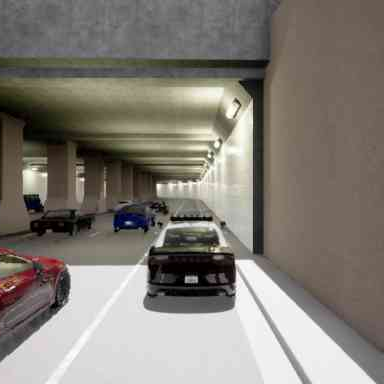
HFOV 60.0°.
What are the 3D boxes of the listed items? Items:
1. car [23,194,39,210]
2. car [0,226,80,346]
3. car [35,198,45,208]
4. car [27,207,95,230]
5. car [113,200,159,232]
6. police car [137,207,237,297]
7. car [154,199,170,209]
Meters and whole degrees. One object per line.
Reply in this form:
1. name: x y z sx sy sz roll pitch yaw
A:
1. car: -17.427 1.223 33.855 2.150 2.045 5.566 0 0 0
2. car: -3.394 1.525 4.896 1.812 1.442 4.674 0 0 0
3. car: -13.916 1.548 34.860 2.033 1.411 5.357 0 0 0
4. car: -6.855 1.601 18.262 1.895 1.301 4.718 0 0 1
5. car: -3.341 1.477 20.036 1.882 1.535 5.008 0 0 0
6. police car: -0.012 1.425 8.760 1.930 1.638 5.238 0 0 0
7. car: -3.349 1.492 33.874 2.128 1.511 4.902 0 0 1
